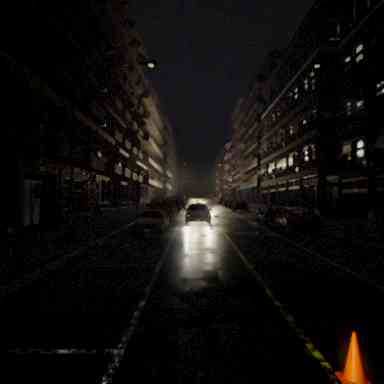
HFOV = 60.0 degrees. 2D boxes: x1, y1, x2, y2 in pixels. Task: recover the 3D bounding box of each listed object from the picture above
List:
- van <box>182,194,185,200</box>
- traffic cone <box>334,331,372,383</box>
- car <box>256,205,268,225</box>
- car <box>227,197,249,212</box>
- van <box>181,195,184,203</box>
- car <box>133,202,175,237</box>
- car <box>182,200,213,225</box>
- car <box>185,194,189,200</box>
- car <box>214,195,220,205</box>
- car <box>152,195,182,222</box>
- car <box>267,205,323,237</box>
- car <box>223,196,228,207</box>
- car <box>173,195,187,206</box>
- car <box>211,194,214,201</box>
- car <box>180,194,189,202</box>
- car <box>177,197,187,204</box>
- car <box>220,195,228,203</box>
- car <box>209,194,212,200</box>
[{"bbox_3d":[-2.054,1.393,40.643,1.690,1.788,3.998,2,0,0],"label":"van"},{"bbox_3d":[1.942,1.966,3.986,0.340,0.580,0.340,0,0,0],"label":"traffic cone"},{"bbox_3d":[5.764,1.602,23.962,2.008,1.369,4.403,2,0,0],"label":"car"},{"bbox_3d":[5.821,1.630,40.554,1.887,1.381,4.507,2,0,0],"label":"car"},{"bbox_3d":[-2.072,1.379,35.111,1.690,1.788,3.998,2,0,0],"label":"van"},{"bbox_3d":[-2.135,1.535,18.351,1.752,1.417,4.829,2,0,0],"label":"car"},{"bbox_3d":[0.431,1.554,24.294,1.812,1.442,4.674,0,0,0],"label":"car"},{"bbox_3d":[-2.016,1.399,51.704,2.192,1.841,5.009,2,0,0],"label":"car"},{"bbox_3d":[5.867,1.468,62.678,2.192,1.841,5.009,2,0,0],"label":"car"},{"bbox_3d":[-2.109,1.333,24.053,2.192,1.841,5.009,2,0,0],"label":"car"},{"bbox_3d":[5.745,1.588,18.431,1.887,1.381,4.507,2,0,0],"label":"car"},{"bbox_3d":[5.839,1.645,46.084,1.887,1.381,4.507,2,0,0],"label":"car"},{"bbox_3d":[-1.997,1.417,57.234,2.192,1.841,5.009,2,0,0],"label":"car"},{"bbox_3d":[5.901,1.637,73.741,1.967,1.590,4.097,1,0,0],"label":"car"},{"bbox_3d":[-1.904,1.530,84.886,2.192,1.841,5.009,2,0,0],"label":"car"},{"bbox_3d":[-1.967,1.707,68.295,1.947,1.339,4.313,2,0,0],"label":"car"},{"bbox_3d":[5.868,1.557,51.616,1.967,1.590,4.097,2,0,0],"label":"car"},{"bbox_3d":[5.935,1.830,84.803,1.802,1.307,4.206,1,0,0],"label":"car"}]
